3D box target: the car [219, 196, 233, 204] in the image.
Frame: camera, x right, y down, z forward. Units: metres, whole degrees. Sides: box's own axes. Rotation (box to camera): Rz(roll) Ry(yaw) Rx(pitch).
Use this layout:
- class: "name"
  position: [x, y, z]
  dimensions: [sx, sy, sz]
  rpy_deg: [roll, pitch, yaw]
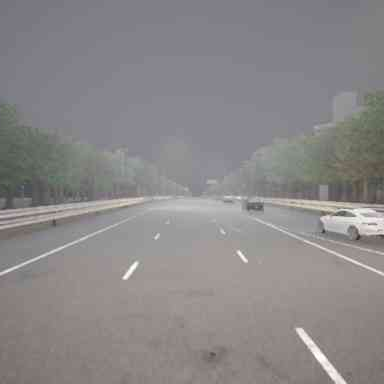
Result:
- class: "car"
  position: [7.062, 1.662, 66.400]
  dimensions: [1.895, 1.301, 4.718]
  rpy_deg: [0, 0, 0]

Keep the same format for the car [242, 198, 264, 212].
- class: "car"
  position: [7.010, 1.485, 38.698]
  dimensions: [1.882, 1.535, 5.008]
  rpy_deg: [0, 0, 0]

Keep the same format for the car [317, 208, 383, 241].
- class: "car"
  position: [8.119, 1.540, 16.713]
  dimensions: [1.812, 1.442, 4.674]
  rpy_deg: [0, 0, -8]

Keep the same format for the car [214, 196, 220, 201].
- class: "car"
  position: [7.189, 1.803, 91.348]
  dimensions: [1.812, 1.442, 4.674]
  rpy_deg: [0, -1, 0]
